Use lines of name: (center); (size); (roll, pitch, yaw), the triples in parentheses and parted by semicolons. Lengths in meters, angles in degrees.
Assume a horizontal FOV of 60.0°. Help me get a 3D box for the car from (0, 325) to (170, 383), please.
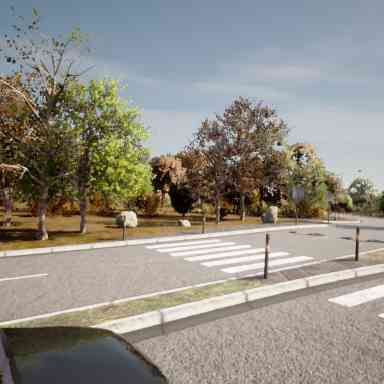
car: (-2.066, 1.563, 1.972); (4.181, 1.385, 1.994); (0, 0, -35)
